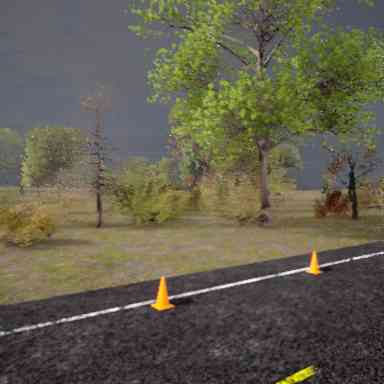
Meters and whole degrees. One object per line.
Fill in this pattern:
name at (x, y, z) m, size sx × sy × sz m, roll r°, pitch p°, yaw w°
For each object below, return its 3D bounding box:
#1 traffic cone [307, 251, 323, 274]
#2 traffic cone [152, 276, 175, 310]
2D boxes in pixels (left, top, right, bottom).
traffic cone at (3.501, 1.985, 9.496) m, size 0.340 × 0.580 × 0.340 m, roll 0°, pitch 0°, yaw -35°
traffic cone at (-0.571, 1.967, 6.594) m, size 0.340 × 0.580 × 0.340 m, roll 0°, pitch 0°, yaw -35°
